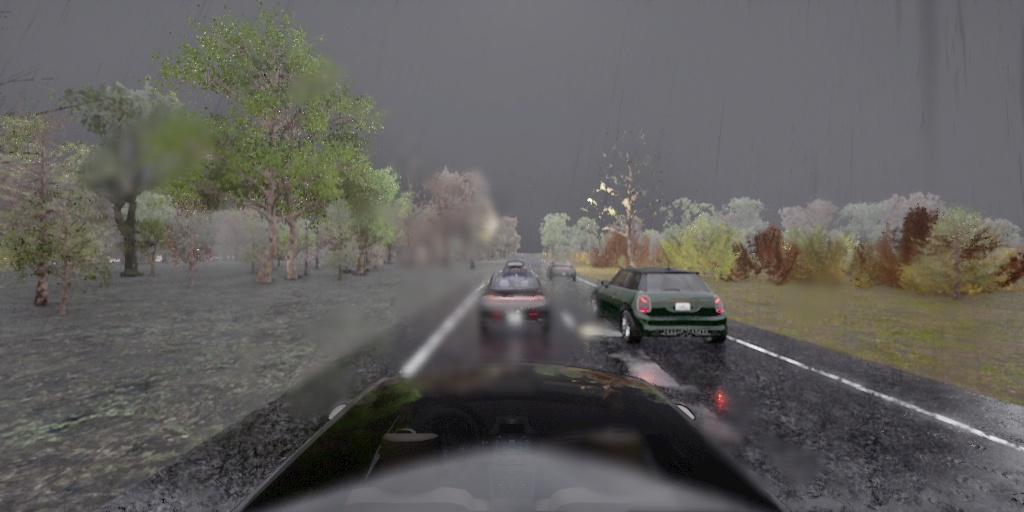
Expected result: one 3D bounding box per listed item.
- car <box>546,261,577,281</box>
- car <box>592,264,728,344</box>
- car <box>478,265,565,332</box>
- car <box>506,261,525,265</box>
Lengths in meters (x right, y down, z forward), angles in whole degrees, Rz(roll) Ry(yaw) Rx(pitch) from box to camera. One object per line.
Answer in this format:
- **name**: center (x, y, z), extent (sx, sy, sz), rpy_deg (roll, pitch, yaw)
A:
- **car**: center (3.750, 1.096, 27.573), extent (2.128, 1.511, 4.902), rpy_deg (0, 0, 1)
- **car**: center (3.582, 1.058, 9.595), extent (2.097, 1.767, 4.553), rpy_deg (0, 0, 1)
- **car**: center (0.082, 1.191, 10.625), extent (2.128, 1.511, 4.902), rpy_deg (0, 0, 0)
- **car**: center (0.254, 1.108, 27.839), extent (1.837, 1.490, 4.892), rpy_deg (0, 0, 1)
